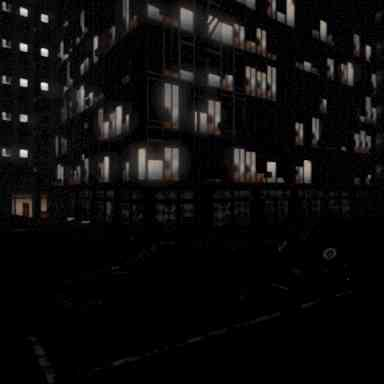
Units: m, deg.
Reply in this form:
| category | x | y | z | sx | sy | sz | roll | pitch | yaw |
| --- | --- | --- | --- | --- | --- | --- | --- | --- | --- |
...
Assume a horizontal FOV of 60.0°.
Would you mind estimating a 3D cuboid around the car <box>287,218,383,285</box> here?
| category | x | y | z | sx | sy | sz | roll | pitch | yaw |
| --- | --- | --- | --- | --- | --- | --- | --- | --- | --- |
| car | 4.279 | 1.523 | 9.625 | 4.097 | 1.590 | 1.967 | 1 | -1 | -36 |

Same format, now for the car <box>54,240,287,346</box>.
| category | x | y | z | sx | sy | sz | roll | pitch | yaw |
| --- | --- | --- | --- | --- | --- | --- | --- | --- | --- |
| car | -0.347 | 1.612 | 6.322 | 4.206 | 1.307 | 1.802 | 1 | -1 | -36 |
